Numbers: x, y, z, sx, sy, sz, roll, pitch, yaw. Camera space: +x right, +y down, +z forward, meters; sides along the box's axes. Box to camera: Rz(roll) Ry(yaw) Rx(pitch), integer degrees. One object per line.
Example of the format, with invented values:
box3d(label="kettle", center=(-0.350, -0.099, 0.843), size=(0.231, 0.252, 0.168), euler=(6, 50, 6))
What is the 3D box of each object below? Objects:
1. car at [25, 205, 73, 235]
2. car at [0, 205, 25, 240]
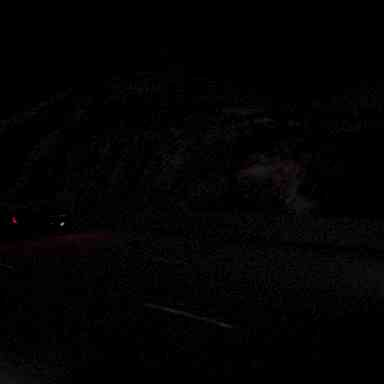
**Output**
box3d(label="car", center=(-8.817, 1.480, 19.003), size=(4.902, 1.511, 2.128), euler=(0, 0, 36))
box3d(label="car", center=(-10.179, 1.337, 15.668), size=(4.553, 1.767, 2.097), euler=(0, 0, 36))
